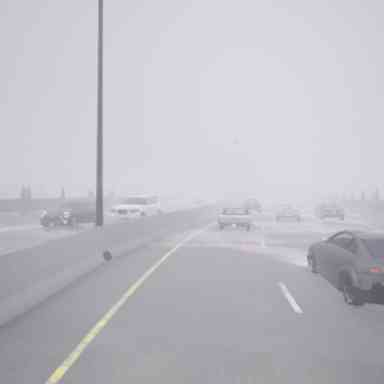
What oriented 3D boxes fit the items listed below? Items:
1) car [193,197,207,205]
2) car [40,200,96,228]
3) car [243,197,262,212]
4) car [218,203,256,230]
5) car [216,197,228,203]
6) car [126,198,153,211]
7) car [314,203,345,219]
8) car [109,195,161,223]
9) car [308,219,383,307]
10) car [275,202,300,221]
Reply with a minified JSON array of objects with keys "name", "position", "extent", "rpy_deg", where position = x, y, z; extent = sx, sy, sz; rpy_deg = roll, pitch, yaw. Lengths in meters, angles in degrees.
[{"name":"car","position":[1.439,1.699,61.575],"extent":[1.837,1.490,4.892],"rpy_deg":[0,0,14]},{"name":"car","position":[-7.915,1.349,22.036],"extent":[2.097,1.767,4.553],"rpy_deg":[0,0,12]},{"name":"car","position":[7.178,1.460,39.655],"extent":[2.097,1.767,4.553],"rpy_deg":[0,0,13]},{"name":"car","position":[2.905,1.636,21.409],"extent":[1.895,1.301,4.718],"rpy_deg":[0,0,13]},{"name":"car","position":[6.028,1.760,65.639],"extent":[1.812,1.442,4.674],"rpy_deg":[0,0,14]},{"name":"car","position":[-6.656,1.590,42.803],"extent":[1.812,1.442,4.674],"rpy_deg":[0,0,14]},{"name":"car","position":[11.777,1.636,28.711],"extent":[2.033,1.411,5.357],"rpy_deg":[0,0,13]},{"name":"car","position":[-3.909,1.239,24.037],"extent":[2.150,2.045,5.566],"rpy_deg":[0,0,13]},{"name":"car","position":[4.194,1.585,7.961],"extent":[1.994,1.385,4.181],"rpy_deg":[0,0,6]},{"name":"car","position":[8.111,1.600,28.408],"extent":[1.812,1.442,4.674],"rpy_deg":[0,0,13]}]
